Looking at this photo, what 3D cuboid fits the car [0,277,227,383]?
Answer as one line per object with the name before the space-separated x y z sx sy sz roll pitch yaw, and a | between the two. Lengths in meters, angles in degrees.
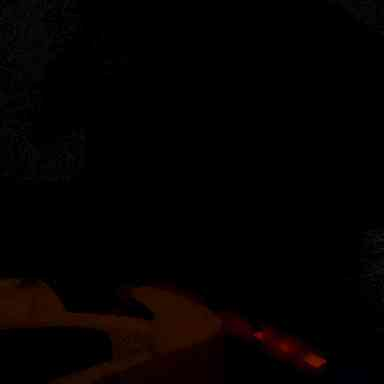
car | -2.012 1.472 2.244 5.008 1.535 1.882 0 0 -36
